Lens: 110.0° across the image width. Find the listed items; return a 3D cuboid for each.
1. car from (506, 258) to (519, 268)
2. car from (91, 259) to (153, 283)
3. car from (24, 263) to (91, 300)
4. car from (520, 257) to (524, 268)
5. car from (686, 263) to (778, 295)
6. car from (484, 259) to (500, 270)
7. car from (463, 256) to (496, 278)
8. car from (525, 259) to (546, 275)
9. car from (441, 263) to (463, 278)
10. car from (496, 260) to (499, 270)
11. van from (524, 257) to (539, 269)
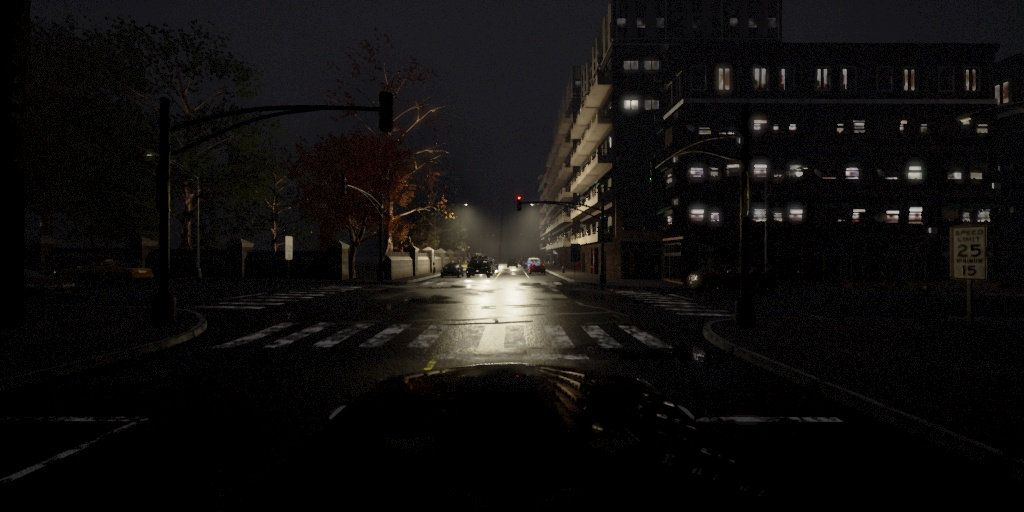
[{"bbox_3d":[0.090,1.304,62.659,1.837,1.490,4.892,0,0,0],"label":"car"},{"bbox_3d":[-24.714,0.882,21.690,4.829,1.417,1.751,0,0,0],"label":"car"},{"bbox_3d":[-18.945,1.007,13.356,4.207,1.307,1.802,0,0,0],"label":"car"},{"bbox_3d":[2.772,1.230,56.875,1.967,1.591,4.097,0,0,0],"label":"car"},{"bbox_3d":[13.479,1.353,21.998,5.009,1.841,2.192,0,0,0],"label":"car"},{"bbox_3d":[-3.010,1.279,55.005,2.128,1.511,4.902,0,0,0],"label":"car"},{"bbox_3d":[-3.037,0.986,34.654,2.150,2.045,5.566,0,0,1],"label":"car"},{"bbox_3d":[2.747,1.314,39.985,1.888,1.381,4.507,0,0,0],"label":"car"},{"bbox_3d":[-5.642,1.330,34.367,1.948,1.339,4.313,0,0,0],"label":"car"},{"bbox_3d":[-3.034,1.322,44.906,2.033,1.411,5.357,0,0,0],"label":"car"},{"bbox_3d":[2.756,1.116,45.615,1.690,1.789,3.998,0,0,0],"label":"van"}]
